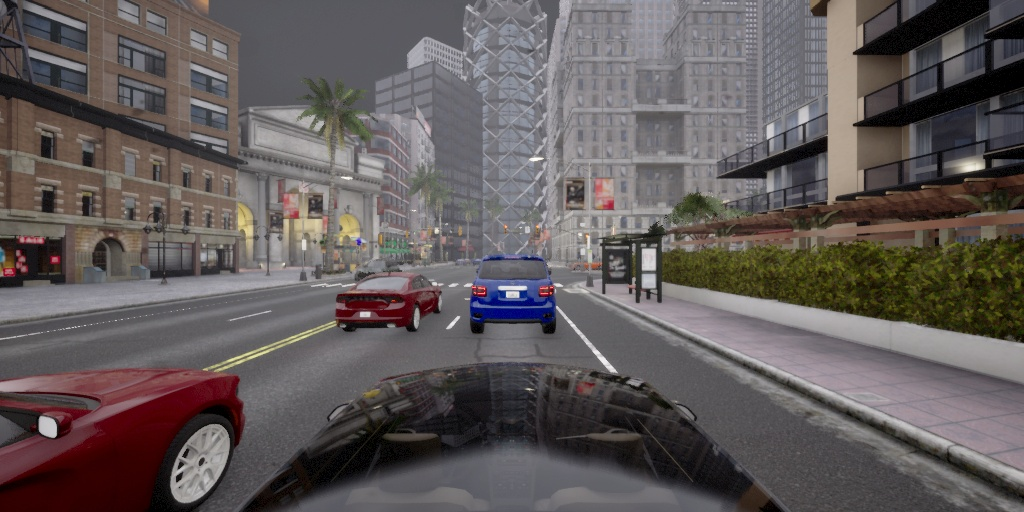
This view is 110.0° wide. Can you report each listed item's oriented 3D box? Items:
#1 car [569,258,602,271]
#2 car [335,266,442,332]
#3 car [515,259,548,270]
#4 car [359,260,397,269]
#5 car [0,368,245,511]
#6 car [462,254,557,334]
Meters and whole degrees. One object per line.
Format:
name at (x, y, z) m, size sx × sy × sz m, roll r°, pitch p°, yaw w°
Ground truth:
car at (9.804, 1.101, 47.197) m, size 4.553 × 1.767 × 2.097 m, roll 0°, pitch 0°, yaw -3°
car at (-3.443, 1.228, 10.932) m, size 1.882 × 1.535 × 5.008 m, roll 0°, pitch 0°, yaw 0°
car at (2.993, 1.228, 55.538) m, size 5.008 × 1.535 × 1.882 m, roll 0°, pitch 1°, yaw 45°
car at (-10.393, 1.102, 27.979) m, size 2.097 × 1.767 × 4.553 m, roll 0°, pitch 0°, yaw 3°
car at (-3.390, 1.228, 1.255) m, size 1.882 × 1.535 × 5.008 m, roll 0°, pitch 0°, yaw 0°
car at (0.052, 0.971, 10.823) m, size 2.150 × 2.045 × 5.566 m, roll 0°, pitch 0°, yaw 1°
